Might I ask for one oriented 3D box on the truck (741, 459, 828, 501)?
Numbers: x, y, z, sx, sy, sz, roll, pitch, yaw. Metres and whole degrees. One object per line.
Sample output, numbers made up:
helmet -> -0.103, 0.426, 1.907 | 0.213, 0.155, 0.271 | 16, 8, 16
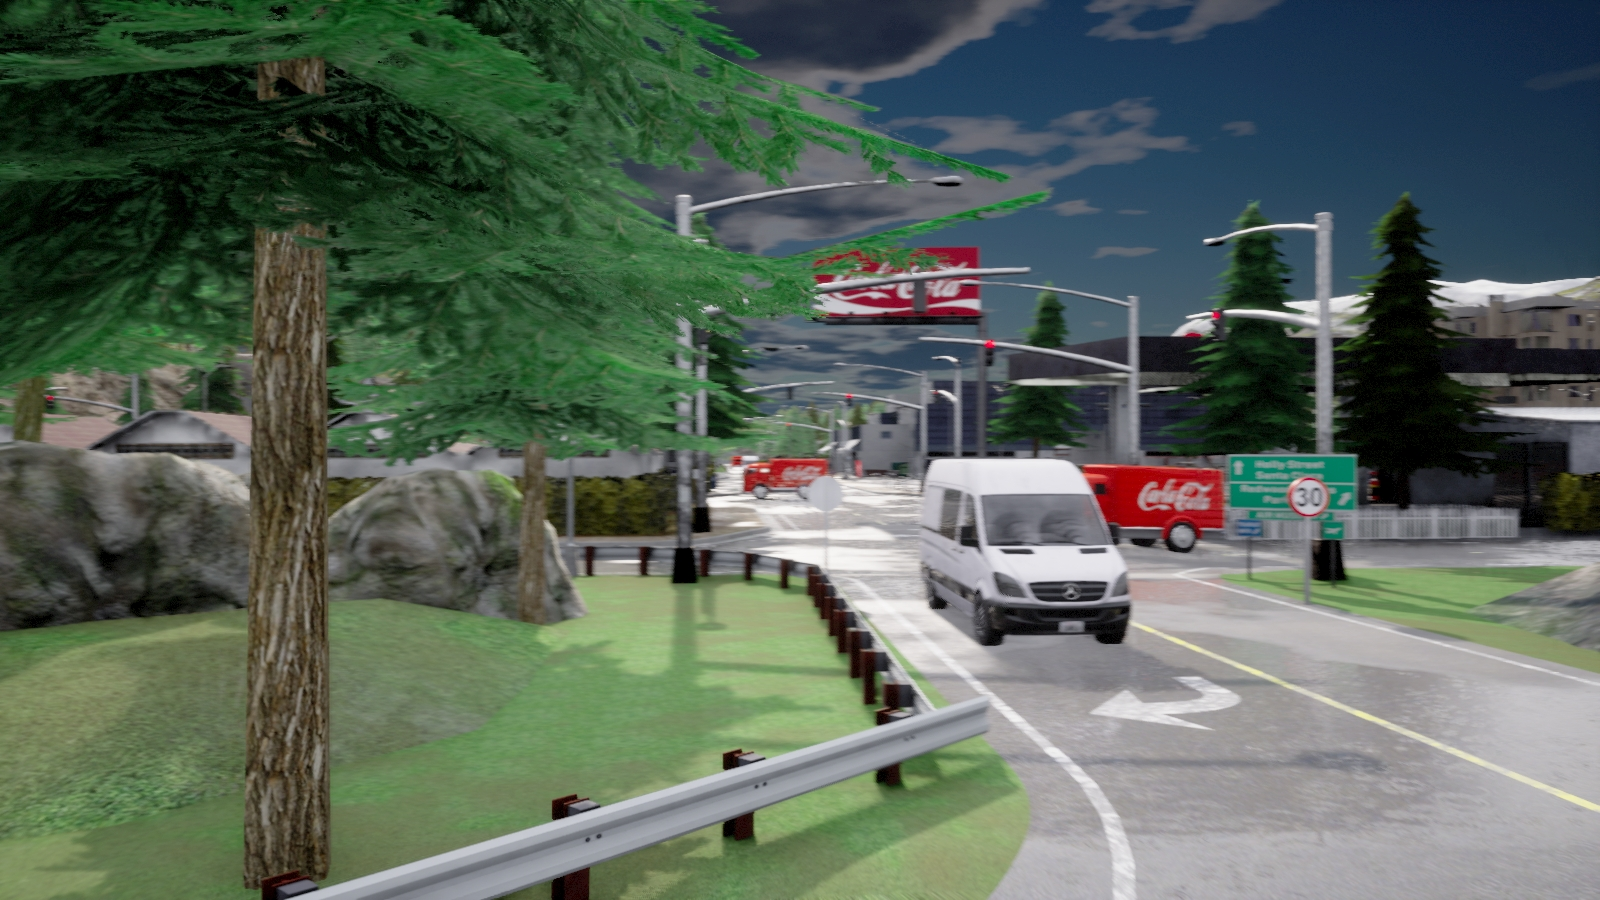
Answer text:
truck -> -1.011, 1.801, 70.281 | 5.204, 2.467, 2.627 | 0, 1, -4

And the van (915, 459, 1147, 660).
van -> 3.281, 1.424, 17.688 | 1.988, 2.561, 5.915 | 0, 0, -4

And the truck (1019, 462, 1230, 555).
truck -> 9.364, 1.680, 33.233 | 5.204, 2.467, 2.627 | 2, -1, -12
